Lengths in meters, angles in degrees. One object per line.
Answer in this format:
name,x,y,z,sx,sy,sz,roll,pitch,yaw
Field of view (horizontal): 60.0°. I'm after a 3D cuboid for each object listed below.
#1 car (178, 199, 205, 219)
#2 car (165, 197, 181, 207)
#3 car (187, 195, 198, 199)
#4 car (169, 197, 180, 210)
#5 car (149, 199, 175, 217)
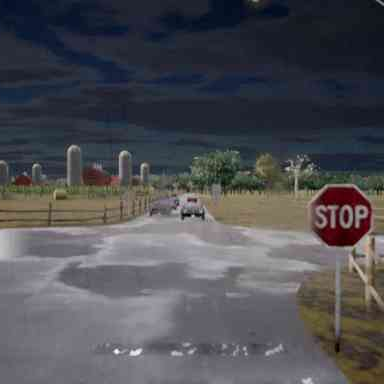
car,0.074,1.563,28.135,1.895,1.301,4.718,0,0,0
car,-2.874,1.458,51.372,2.033,1.411,5.357,0,0,0
car,0.042,1.363,60.784,1.882,1.535,5.008,0,0,0
car,-2.879,1.499,40.898,1.994,1.385,4.181,0,0,0
car,-2.831,1.558,30.799,1.895,1.301,4.718,0,0,-1
